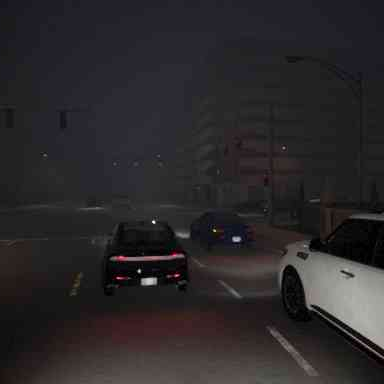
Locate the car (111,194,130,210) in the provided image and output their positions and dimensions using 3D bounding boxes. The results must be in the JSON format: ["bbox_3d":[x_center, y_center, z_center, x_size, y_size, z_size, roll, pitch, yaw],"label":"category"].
[{"bbox_3d":[-9.353,1.228,43.783,2.150,2.045,5.566,0,0,-14],"label":"car"}]

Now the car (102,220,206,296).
[{"bbox_3d":[-1.293,1.494,8.741,2.128,1.511,4.902,0,0,-11],"label":"car"}]

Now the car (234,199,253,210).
[{"bbox_3d":[7.089,1.566,37.651,4.892,1.490,1.837,0,0,-14],"label":"car"}]

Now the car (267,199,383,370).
[{"bbox_3d":[2.989,1.222,4.181,2.150,2.045,5.566,0,0,-7],"label":"car"}]

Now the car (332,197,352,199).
[{"bbox_3d":[17.843,1.586,36.684,4.674,1.442,1.812,0,0,-14],"label":"car"}]

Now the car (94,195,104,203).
[{"bbox_3d":[-19.259,1.489,69.037,1.882,1.535,5.008,0,0,-14],"label":"car"}]

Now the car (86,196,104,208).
[{"bbox_3d":[-14.630,1.572,49.432,1.994,1.385,4.181,0,0,-13],"label":"car"}]

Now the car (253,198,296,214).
[{"bbox_3d":[9.121,1.412,34.549,4.553,1.767,2.097,0,0,-14],"label":"car"}]

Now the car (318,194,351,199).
[{"bbox_3d":[16.663,1.283,40.005,5.566,2.045,2.150,0,0,-14],"label":"car"}]

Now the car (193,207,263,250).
[{"bbox_3d":[1.139,1.528,14.255,1.812,1.442,4.674,0,0,-12],"label":"car"}]

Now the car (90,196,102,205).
[{"bbox_3d":[-16.911,1.535,58.994,1.812,1.442,4.674,0,0,-13],"label":"car"}]
